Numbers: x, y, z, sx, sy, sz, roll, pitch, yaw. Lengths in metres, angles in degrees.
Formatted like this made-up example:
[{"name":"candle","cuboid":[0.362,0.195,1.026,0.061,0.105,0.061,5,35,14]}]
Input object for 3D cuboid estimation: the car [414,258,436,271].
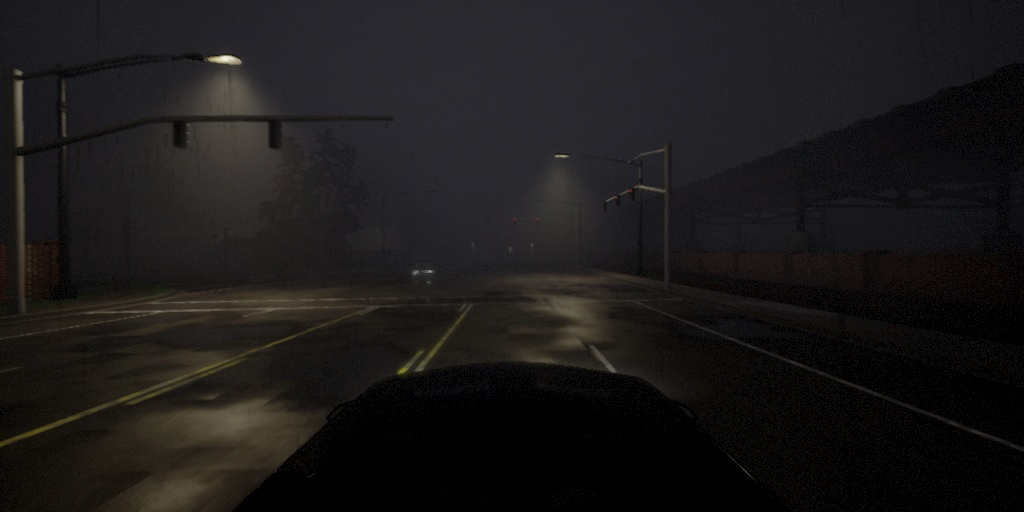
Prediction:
[{"name":"car","cuboid":[-10.497,1.017,43.622,1.812,1.442,4.674,0,2,0]}]
